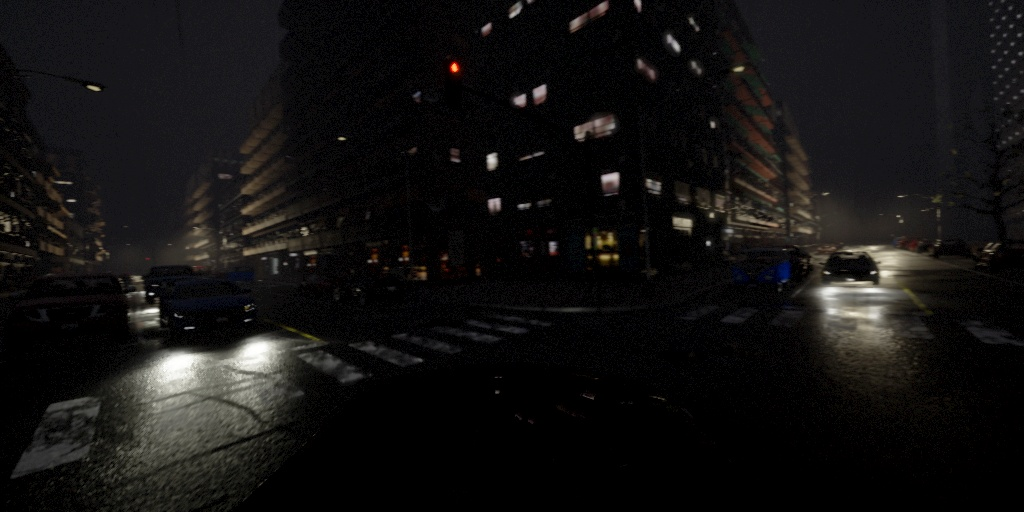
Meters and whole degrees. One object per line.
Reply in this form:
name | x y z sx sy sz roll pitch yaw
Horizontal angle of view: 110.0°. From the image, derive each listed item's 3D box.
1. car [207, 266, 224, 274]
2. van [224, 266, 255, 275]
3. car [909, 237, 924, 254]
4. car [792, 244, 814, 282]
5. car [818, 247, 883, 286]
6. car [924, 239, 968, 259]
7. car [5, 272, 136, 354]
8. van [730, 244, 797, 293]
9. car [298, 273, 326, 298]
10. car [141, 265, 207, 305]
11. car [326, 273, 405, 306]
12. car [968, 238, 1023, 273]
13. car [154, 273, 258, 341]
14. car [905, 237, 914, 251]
car | -34.824 2.295 43.043 4.507 1.381 1.888 0 0 43
van | -26.728 1.837 35.394 3.998 1.789 1.690 0 0 43
car | 43.475 -0.929 37.410 2.007 1.370 4.403 0 0 44
car | 14.516 0.316 19.262 2.192 1.841 5.009 0 0 44
car | 15.589 0.494 16.534 2.033 1.411 5.357 -3 0 44
car | 35.836 -0.652 29.427 1.967 1.591 4.097 0 0 44
car | -12.262 1.410 10.203 5.009 1.841 2.192 0 0 43
van | 10.697 0.538 15.271 1.690 1.789 3.998 0 0 44
car | -10.532 1.571 20.094 4.207 1.307 1.802 0 0 43
car | -19.465 1.527 20.533 5.566 2.045 2.150 -2 0 43
car | -6.484 1.428 16.269 4.313 1.339 1.948 0 0 43
car | 24.379 -0.065 17.454 1.967 1.591 4.097 0 0 44
car | -9.533 1.471 11.160 5.008 1.535 1.882 -2 0 42
car | 47.294 -1.127 41.401 1.888 1.381 4.507 0 0 44
